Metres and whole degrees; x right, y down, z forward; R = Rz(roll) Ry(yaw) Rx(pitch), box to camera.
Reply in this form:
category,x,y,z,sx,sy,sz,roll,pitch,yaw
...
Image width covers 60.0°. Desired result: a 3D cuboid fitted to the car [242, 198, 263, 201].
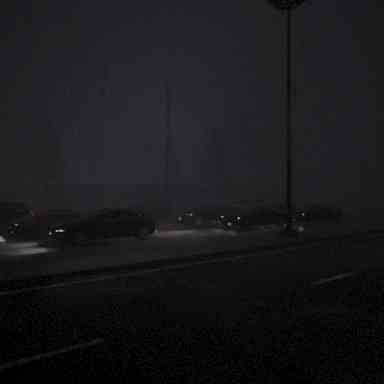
category,x,y,z,sx,sy,sz,roll,pitch,yaw
car,4.851,1.340,30.046,4.553,1.767,2.097,0,0,-35

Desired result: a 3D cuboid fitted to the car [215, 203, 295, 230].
category,x,y,z,sx,sy,sz,roll,pitch,yaw
car,4.019,1.592,20.966,4.718,1.301,1.895,0,0,-35

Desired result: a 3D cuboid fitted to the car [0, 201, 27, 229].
category,x,y,z,sx,sy,sz,roll,pitch,yaw
car,-11.307,1.350,18.644,4.553,1.767,2.097,0,0,-35

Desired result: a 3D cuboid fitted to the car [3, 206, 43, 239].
category,x,y,z,sx,sy,sz,roll,pitch,yaw
car,-7.197,1.562,17.275,4.181,1.385,1.994,0,0,-36

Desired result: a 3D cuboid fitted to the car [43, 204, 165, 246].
category,x,y,z,sx,sy,sz,roll,pitch,yaw
car,-3.926,1.503,15.303,4.892,1.490,1.837,0,0,-35

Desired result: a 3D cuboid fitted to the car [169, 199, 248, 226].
category,x,y,z,sx,sy,sz,roll,pitch,yaw
car,1.212,1.484,23.261,4.902,1.511,2.128,0,0,-35

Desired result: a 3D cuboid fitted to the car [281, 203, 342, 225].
category,x,y,z,sx,sy,sz,roll,pitch,yaw
car,8.865,1.589,24.311,4.718,1.301,1.895,0,0,-35

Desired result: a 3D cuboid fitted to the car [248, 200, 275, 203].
category,x,y,z,sx,sy,sz,roll,pitch,yaw
car,6.858,1.552,27.178,4.181,1.385,1.994,0,0,-35

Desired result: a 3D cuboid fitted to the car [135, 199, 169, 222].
category,x,y,z,sx,sy,sz,roll,pitch,yaw
car,-3.416,1.346,24.267,4.553,1.767,2.097,0,0,-35
